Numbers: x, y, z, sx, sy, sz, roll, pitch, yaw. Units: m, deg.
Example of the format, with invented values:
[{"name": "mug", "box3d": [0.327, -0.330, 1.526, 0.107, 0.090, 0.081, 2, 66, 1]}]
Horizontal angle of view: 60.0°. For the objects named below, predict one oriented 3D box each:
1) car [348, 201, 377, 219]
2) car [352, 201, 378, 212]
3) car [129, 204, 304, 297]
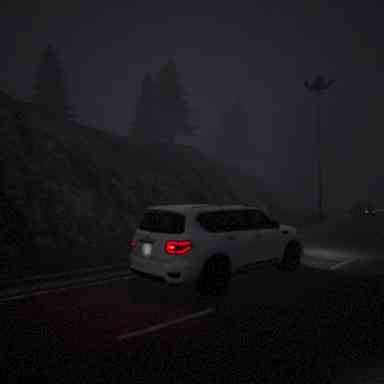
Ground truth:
[{"name": "car", "box3d": [16.720, 1.873, 32.762, 2.033, 1.411, 5.357, -1, -1, 18]}, {"name": "car", "box3d": [24.697, 2.014, 47.625, 2.033, 1.411, 5.357, -1, -1, 14]}, {"name": "car", "box3d": [0.939, 1.345, 9.264, 5.566, 2.045, 2.150, 0, -1, -44]}]
